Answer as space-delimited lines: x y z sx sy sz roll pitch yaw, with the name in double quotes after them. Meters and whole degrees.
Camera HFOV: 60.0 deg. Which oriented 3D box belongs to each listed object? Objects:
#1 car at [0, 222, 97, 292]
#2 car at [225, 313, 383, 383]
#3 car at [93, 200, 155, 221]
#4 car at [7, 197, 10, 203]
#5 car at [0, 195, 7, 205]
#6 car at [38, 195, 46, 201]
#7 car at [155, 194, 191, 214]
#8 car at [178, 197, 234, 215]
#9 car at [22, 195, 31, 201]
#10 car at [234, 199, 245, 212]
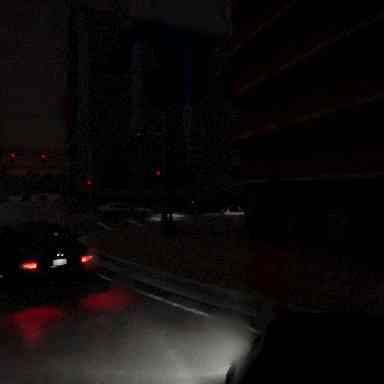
-4.390 1.547 9.074 2.033 1.411 5.357 0 0 -39 "car"
2.827 1.547 2.052 5.357 1.411 2.033 0 0 35 "car"
-5.722 1.581 27.542 4.674 1.442 1.812 0 0 -18 "car"
-38.813 1.540 68.543 2.033 1.411 5.357 0 0 -23 "car"
-34.670 1.351 58.707 2.097 1.767 4.553 0 0 -23 "car"
-37.061 1.540 82.373 2.033 1.411 5.357 0 0 -23 "car"
-2.541 1.277 36.529 5.566 2.045 2.150 0 0 -22 "car"
1.448 1.560 34.393 4.892 1.490 1.837 0 0 -22 "car"
-40.150 1.525 80.691 2.128 1.511 4.902 0 0 -23 "car"
6.614 1.560 40.320 4.892 1.490 1.837 0 0 -22 "car"
